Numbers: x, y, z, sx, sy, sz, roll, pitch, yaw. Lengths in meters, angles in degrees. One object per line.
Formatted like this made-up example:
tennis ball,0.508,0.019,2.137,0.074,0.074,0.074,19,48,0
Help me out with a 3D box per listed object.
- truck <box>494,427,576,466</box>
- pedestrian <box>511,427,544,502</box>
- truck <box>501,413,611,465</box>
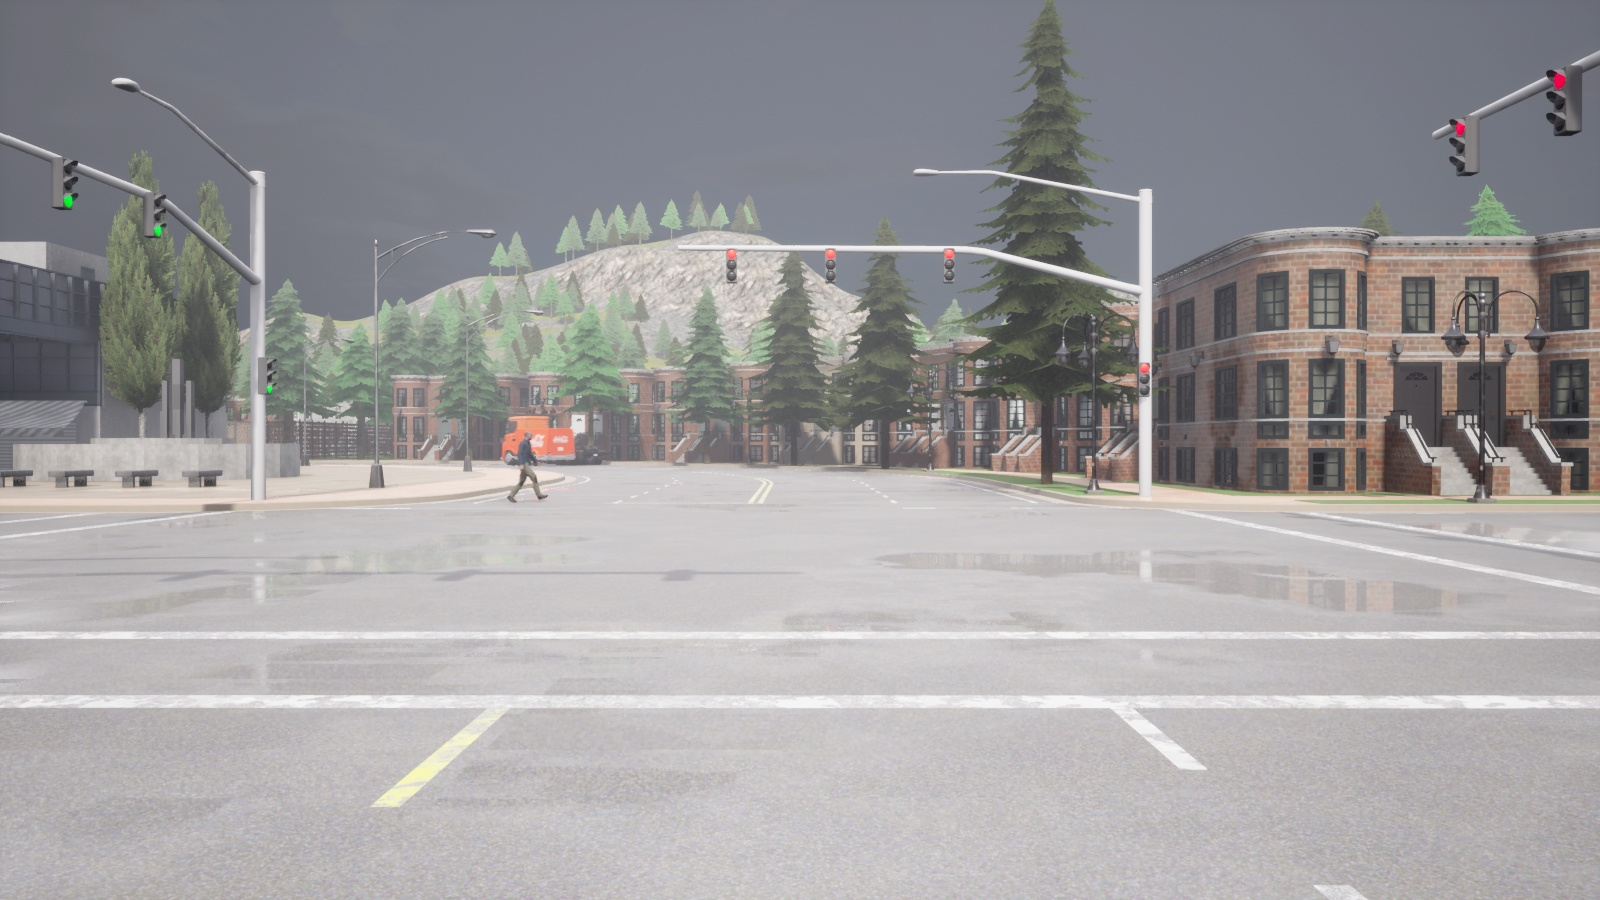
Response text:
truck,-17.367,-0.218,82.226,5.204,2.467,2.627,0,0,40
pedestrian,-6.715,0.355,30.936,0.726,1.842,0.402,0,0,2
truck,-16.816,-0.736,86.229,7.936,3.462,2.891,0,0,38
